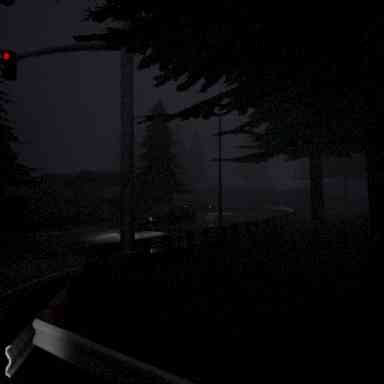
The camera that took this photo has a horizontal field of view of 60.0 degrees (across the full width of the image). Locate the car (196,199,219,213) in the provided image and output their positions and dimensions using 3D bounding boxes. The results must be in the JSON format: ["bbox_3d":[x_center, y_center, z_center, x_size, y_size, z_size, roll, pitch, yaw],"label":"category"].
[{"bbox_3d":[1.202,1.641,39.191,1.837,1.490,4.892,2,-2,-42],"label":"car"}]

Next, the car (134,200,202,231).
[{"bbox_3d":[-1.648,1.554,21.834,1.882,1.535,5.008,0,0,35],"label":"car"}]
